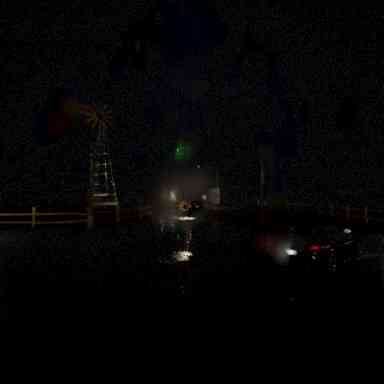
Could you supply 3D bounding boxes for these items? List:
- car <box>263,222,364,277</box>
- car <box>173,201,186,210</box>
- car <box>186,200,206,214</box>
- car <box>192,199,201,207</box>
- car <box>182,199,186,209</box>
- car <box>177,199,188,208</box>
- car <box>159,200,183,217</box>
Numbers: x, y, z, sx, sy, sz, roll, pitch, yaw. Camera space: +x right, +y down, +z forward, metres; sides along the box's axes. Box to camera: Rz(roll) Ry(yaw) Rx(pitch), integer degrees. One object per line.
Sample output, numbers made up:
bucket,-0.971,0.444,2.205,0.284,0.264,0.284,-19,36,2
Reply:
car,3.960,1.639,10.638,1.994,1.385,4.181,-3,-2,39
car,-2.023,2.173,55.436,1.994,1.385,4.181,0,-1,1
car,0.626,1.760,40.472,2.097,1.767,4.553,0,-1,1
car,0.941,2.352,71.863,1.812,1.442,4.674,0,-1,1
car,-2.193,1.959,45.487,1.882,1.535,5.008,0,-1,1
car,-1.892,2.226,65.564,1.882,1.535,5.008,0,-1,1
car,-2.369,1.855,35.686,2.128,1.511,4.902,0,-1,1
